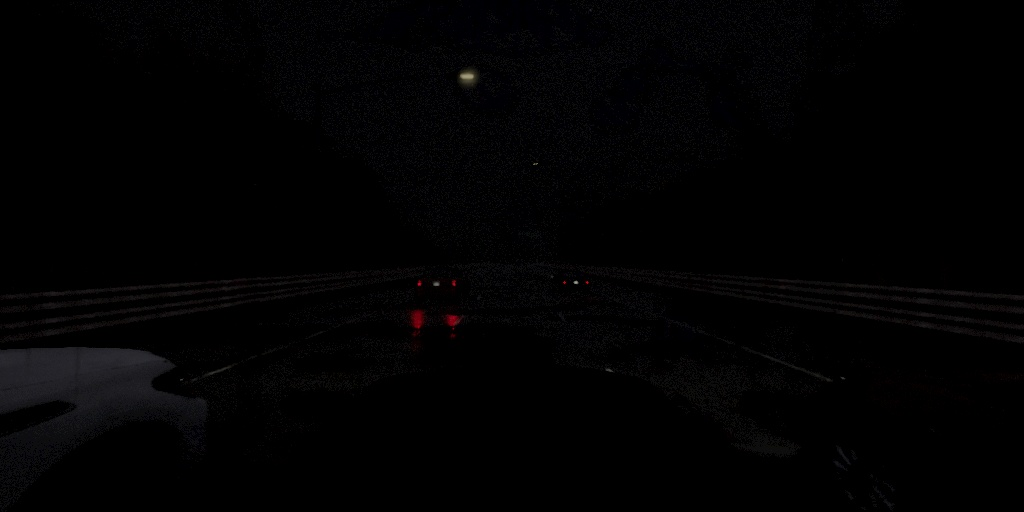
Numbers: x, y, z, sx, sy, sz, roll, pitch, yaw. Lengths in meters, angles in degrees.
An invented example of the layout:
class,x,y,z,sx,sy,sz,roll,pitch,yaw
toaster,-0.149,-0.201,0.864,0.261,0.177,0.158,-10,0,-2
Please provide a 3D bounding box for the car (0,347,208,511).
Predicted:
class,x,y,z,sx,sy,sz,roll,pitch,yaw
car,-3.400,0.953,0.335,2.150,2.045,5.566,0,-1,0

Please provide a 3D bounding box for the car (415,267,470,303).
class,x,y,z,sx,sy,sz,roll,pitch,yaw
car,-3.404,1.324,18.290,2.097,1.767,4.553,0,-1,0

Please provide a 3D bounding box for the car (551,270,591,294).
class,x,y,z,sx,sy,sz,roll,pitch,yaw
car,3.596,1.579,22.630,2.033,1.411,5.357,0,-1,0

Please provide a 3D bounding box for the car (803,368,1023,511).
class,x,y,z,sx,sy,sz,roll,pitch,yaw
car,3.602,1.096,1.253,2.097,1.767,4.553,0,-1,0
